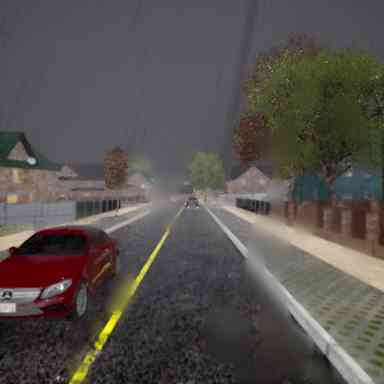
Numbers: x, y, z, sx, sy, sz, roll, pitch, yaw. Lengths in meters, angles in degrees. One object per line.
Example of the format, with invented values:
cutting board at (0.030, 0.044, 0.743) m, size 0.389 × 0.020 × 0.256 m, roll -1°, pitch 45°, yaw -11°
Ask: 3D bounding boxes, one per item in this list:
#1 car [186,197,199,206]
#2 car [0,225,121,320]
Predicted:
car at (0.044, 1.558, 54.377) m, size 1.812 × 1.442 × 4.674 m, roll 0°, pitch 0°, yaw 0°
car at (-2.834, 1.519, 7.436) m, size 1.812 × 1.442 × 4.674 m, roll 0°, pitch 0°, yaw 0°
